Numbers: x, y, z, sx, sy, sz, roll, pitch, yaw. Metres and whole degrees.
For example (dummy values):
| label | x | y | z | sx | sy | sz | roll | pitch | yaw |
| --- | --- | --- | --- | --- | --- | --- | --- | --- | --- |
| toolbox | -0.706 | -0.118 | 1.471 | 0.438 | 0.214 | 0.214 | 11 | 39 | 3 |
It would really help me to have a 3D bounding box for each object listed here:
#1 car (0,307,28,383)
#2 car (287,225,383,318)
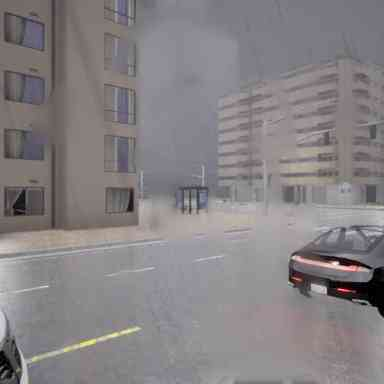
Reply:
| label | x | y | z | sx | sy | sz | roll | pitch | yaw |
| --- | --- | --- | --- | --- | --- | --- | --- | --- | --- |
| car | -3.755 | 1.221 | 1.367 | 5.566 | 2.045 | 2.150 | 0 | 0 | -32 |
| car | 4.120 | 1.492 | 7.380 | 4.902 | 1.511 | 2.128 | 0 | 0 | -39 |
